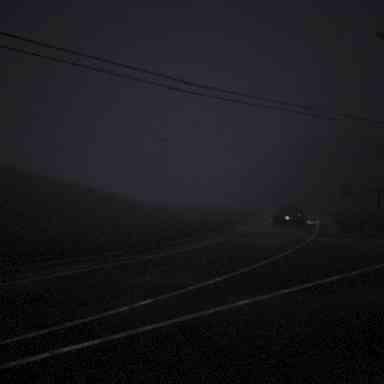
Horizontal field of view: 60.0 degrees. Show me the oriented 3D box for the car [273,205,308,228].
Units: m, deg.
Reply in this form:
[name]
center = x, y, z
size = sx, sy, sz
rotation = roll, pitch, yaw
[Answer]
[car]
center = 6.640, 1.552, 22.263
size = 1.994, 1.385, 4.181
rotation = 0, 0, 23
